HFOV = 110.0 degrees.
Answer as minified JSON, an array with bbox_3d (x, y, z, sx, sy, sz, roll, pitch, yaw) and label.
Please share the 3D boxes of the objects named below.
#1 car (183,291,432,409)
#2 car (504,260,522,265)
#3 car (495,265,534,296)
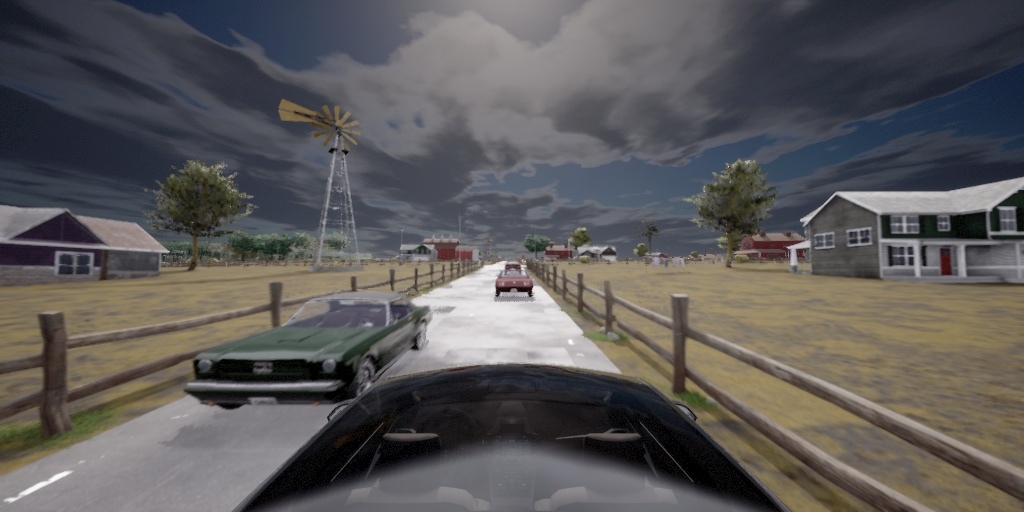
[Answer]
[{"bbox_3d":[-2.831,1.354,6.295,1.895,1.301,4.718,0,0,0],"label":"car"},{"bbox_3d":[0.102,1.251,41.596,1.882,1.535,5.008,0,0,0],"label":"car"},{"bbox_3d":[0.096,1.362,19.325,1.895,1.301,4.718,0,0,0],"label":"car"}]
